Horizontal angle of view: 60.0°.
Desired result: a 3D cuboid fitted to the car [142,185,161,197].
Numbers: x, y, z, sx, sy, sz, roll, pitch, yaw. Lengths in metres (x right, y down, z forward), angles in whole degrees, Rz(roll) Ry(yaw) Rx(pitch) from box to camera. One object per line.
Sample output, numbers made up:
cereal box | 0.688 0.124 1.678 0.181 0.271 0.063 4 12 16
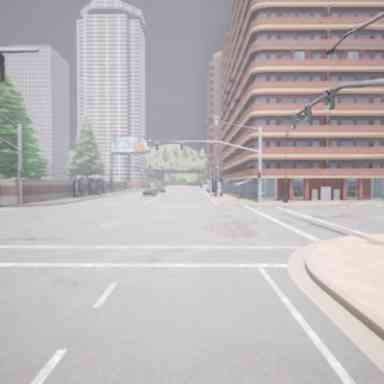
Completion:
car | -6.830 -0.008 54.094 2.033 1.411 5.357 0 2 1

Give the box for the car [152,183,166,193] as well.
car | -6.710 -0.650 69.783 2.097 1.767 4.553 0 2 0
